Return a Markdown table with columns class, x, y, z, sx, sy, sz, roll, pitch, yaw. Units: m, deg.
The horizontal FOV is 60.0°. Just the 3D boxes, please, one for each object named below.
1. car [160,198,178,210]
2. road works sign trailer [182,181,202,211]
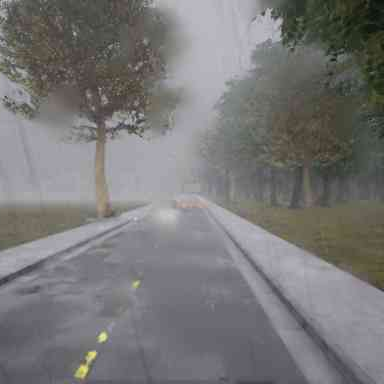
| class | x | y | z | sx | sy | sz | roll | pitch | yaw |
| --- | --- | --- | --- | --- | --- | --- | --- | --- | --- |
| car | -2.844 | 1.501 | 41.979 | 2.128 | 1.511 | 4.902 | 0 | 0 | 0 |
| road works sign trailer | -0.007 | 0.474 | 41.230 | 2.380 | 3.560 | 2.880 | 0 | 0 | 0 |
